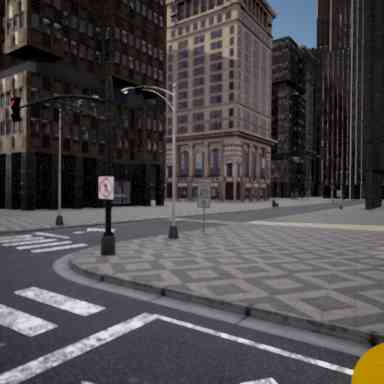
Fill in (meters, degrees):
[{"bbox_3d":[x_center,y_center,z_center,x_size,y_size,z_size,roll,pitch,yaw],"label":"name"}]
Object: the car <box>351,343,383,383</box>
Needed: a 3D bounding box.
[{"bbox_3d":[3.349,1.479,1.304,5.008,1.535,1.882,0,0,35],"label":"car"}]
